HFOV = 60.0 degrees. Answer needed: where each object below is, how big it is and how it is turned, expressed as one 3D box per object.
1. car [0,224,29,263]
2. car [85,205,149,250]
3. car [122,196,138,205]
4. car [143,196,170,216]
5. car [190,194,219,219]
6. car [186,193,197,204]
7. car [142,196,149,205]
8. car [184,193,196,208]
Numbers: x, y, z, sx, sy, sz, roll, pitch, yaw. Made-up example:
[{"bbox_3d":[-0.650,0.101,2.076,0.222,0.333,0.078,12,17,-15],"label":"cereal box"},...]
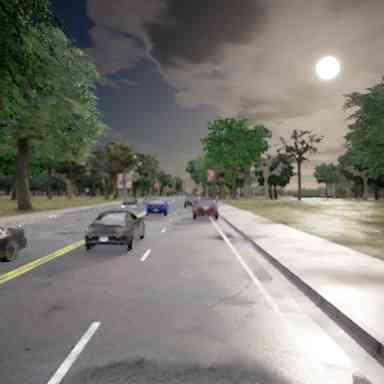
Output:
[{"bbox_3d":[-6.606,1.541,9.241,2.033,1.411,5.357,0,0,0],"label":"car"},{"bbox_3d":[-3.148,1.515,14.179,1.812,1.442,4.674,0,0,0],"label":"car"},{"bbox_3d":[-9.890,1.458,53.424,1.837,1.490,4.892,0,0,0],"label":"car"},{"bbox_3d":[-3.194,1.447,31.940,1.882,1.535,5.008,0,0,0],"label":"car"},{"bbox_3d":[1.100,1.325,28.477,2.097,1.767,4.553,0,0,0],"label":"car"},{"bbox_3d":[-0.098,1.184,63.940,2.150,2.045,5.566,0,0,0],"label":"car"},{"bbox_3d":[-6.640,1.445,52.492,2.128,1.511,4.902,0,0,0],"label":"car"},{"bbox_3d":[-0.047,1.306,48.217,2.097,1.767,4.553,0,0,0],"label":"car"}]
